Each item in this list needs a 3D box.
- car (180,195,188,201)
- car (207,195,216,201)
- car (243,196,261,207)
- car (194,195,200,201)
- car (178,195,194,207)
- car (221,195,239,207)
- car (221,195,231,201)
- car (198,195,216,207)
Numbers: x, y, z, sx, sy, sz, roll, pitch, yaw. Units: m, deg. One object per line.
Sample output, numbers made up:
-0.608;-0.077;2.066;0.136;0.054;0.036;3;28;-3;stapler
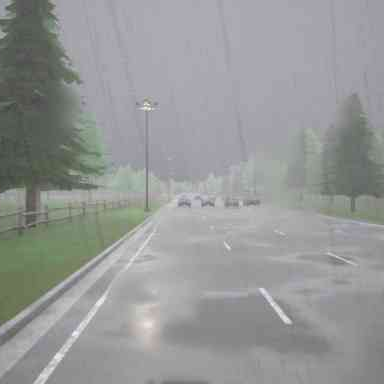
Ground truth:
-2.034;1.539;87.231;2.033;1.411;5.357;0;0;-1;car
5.018;1.523;85.158;1.812;1.442;4.674;0;0;-1;car
9.315;1.351;52.106;2.097;1.767;4.553;0;0;-1;car
1.486;1.499;86.428;1.837;1.490;4.892;0;0;-1;car
-1.124;1.600;51.019;1.895;1.301;4.718;0;0;-1;car
5.885;1.491;50.255;2.128;1.511;4.902;0;0;-1;car
8.539;1.551;84.297;1.994;1.385;4.181;0;0;-1;car
2.375;1.600;50.902;1.895;1.301;4.718;0;0;-1;car
